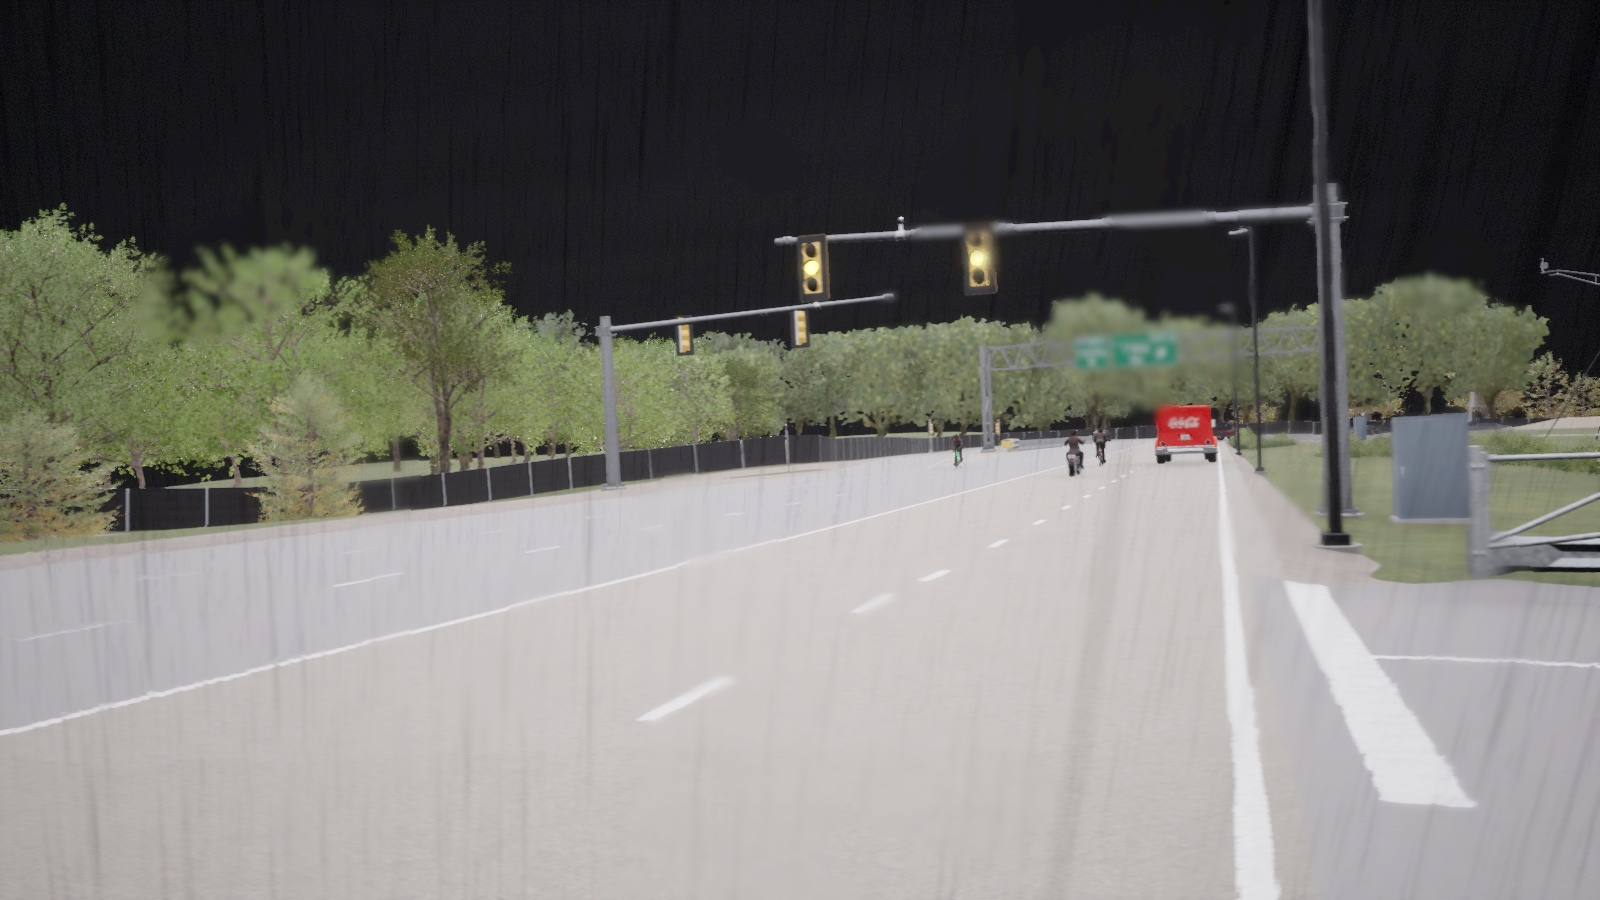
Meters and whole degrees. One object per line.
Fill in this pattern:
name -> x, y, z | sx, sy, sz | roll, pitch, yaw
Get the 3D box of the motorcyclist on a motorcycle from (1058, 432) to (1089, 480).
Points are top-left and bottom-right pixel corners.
motorcyclist on a motorcycle -> 9.691, 0.184, 44.465 | 0.766, 1.649, 2.350 | -2, 0, 18

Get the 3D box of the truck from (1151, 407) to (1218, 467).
truck -> 17.107, -0.569, 55.683 | 2.627, 2.467, 5.204 | -2, 0, 18
